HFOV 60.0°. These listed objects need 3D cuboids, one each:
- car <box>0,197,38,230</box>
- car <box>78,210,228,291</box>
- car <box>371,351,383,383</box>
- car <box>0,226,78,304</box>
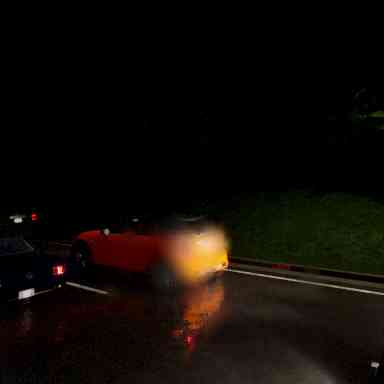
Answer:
[{"bbox_3d":[-9.102,1.222,14.788,5.566,2.045,2.150,0,0,36],"label":"car"},{"bbox_3d":[-1.355,1.352,9.263,4.553,1.767,2.097,0,0,36],"label":"car"},{"bbox_3d":[3.691,1.547,1.353,5.357,1.411,2.033,0,0,35],"label":"car"},{"bbox_3d":[-4.881,1.601,7.476,4.718,1.301,1.895,0,0,35],"label":"car"}]
